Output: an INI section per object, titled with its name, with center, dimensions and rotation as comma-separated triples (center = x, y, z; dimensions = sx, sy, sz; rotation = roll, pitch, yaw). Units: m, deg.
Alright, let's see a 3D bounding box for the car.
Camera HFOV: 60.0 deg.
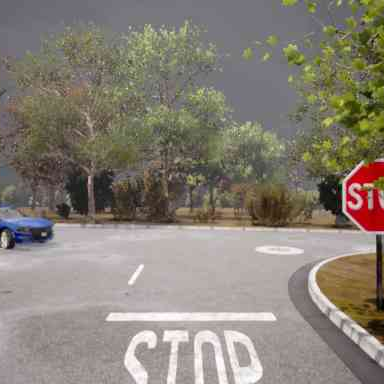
[car]
center = -7.882, 1.265, 13.405
dimensions = 5.008, 1.535, 1.882
rotation = 2, -1, 21
